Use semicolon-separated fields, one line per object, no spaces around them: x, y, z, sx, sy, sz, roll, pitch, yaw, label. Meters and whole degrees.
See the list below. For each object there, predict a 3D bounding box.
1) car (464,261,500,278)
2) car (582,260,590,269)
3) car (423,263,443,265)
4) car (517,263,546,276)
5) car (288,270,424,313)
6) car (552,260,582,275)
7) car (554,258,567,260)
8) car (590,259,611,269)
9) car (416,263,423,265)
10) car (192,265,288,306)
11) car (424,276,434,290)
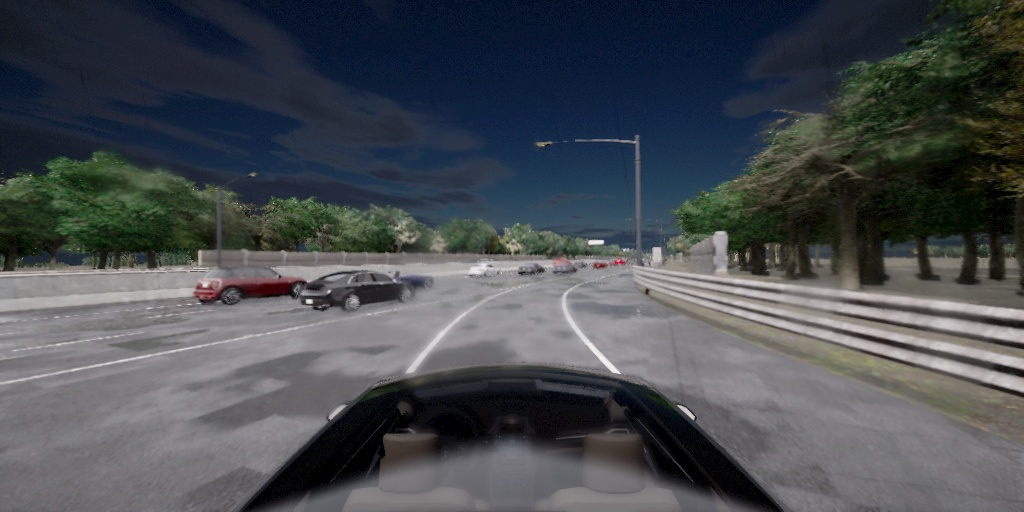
-2.935;1.536;38.395;1.812;1.442;4.674;-1;-1;24;car
12.136;1.525;63.298;2.128;1.511;4.902;-1;-1;24;car
-12.325;1.899;60.160;1.994;1.385;4.181;-1;-1;25;car
2.355;1.514;41.591;2.033;1.411;5.357;-1;-1;24;car
-6.024;1.336;14.621;1.837;1.490;4.892;-1;-1;24;car
6.243;1.462;41.695;2.033;1.411;5.357;-1;-1;24;car
8.963;1.312;64.784;2.150;2.045;5.566;-1;-1;24;car
15.322;1.454;61.852;1.882;1.535;5.008;-1;-1;24;car
-15.648;1.954;61.281;1.994;1.385;4.181;-1;-1;25;car
-12.420;1.299;17.470;2.097;1.767;4.553;-1;-1;24;car
-6.749;1.508;21.498;1.895;1.301;4.718;-1;-1;24;car
